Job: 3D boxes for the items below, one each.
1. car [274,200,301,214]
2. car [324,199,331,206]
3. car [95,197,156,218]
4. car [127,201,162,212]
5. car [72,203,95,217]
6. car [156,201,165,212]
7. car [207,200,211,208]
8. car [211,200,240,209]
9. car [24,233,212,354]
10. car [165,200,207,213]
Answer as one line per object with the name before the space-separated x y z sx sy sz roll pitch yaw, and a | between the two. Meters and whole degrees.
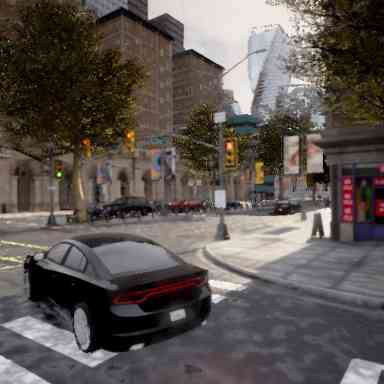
car | 10.982 1.657 37.983 1.837 1.490 4.892 -1 0 36
car | 23.619 1.752 55.507 1.895 1.301 4.718 -1 0 36
car | -6.584 1.509 33.459 2.150 2.045 5.566 -1 0 36
car | -6.347 1.960 45.147 1.895 1.301 4.718 -1 0 36
car | -9.845 1.876 34.911 2.033 1.411 5.357 -1 0 36
car | -4.216 1.854 42.697 1.812 1.442 4.674 -1 0 36
car | 1.659 1.892 50.847 1.994 1.385 4.181 -1 0 36
car | 5.351 1.888 49.979 1.895 1.301 4.718 -1 0 36
car | -1.771 1.537 6.438 1.882 1.535 5.008 -1 0 -40
car | -0.673 1.765 41.647 1.882 1.535 5.008 -1 0 36
